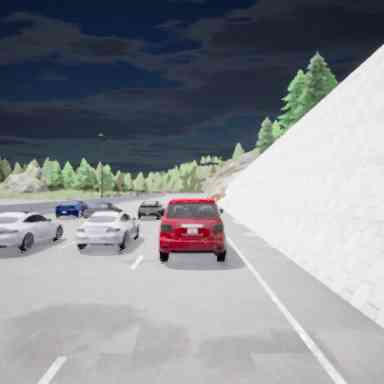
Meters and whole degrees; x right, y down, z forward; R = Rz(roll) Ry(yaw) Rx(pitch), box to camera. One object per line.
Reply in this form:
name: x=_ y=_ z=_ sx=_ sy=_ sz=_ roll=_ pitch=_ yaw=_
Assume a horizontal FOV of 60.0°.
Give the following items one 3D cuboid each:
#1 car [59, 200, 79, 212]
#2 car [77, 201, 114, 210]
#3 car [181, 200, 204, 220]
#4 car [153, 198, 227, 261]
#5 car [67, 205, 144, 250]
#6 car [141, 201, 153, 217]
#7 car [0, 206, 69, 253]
car: x=-10.446 y=1.468 z=29.674 sx=1.882 sy=1.535 sz=5.008 roll=0 pitch=0 yaw=1
car: x=-6.977 y=1.540 z=26.317 sx=2.033 sy=1.411 sz=5.357 roll=0 pitch=0 yaw=0
car: x=0.049 y=1.516 z=29.176 sx=1.812 sy=1.442 sz=4.674 roll=0 pitch=0 yaw=1
car: x=0.031 y=1.219 z=12.386 sx=2.150 sy=2.045 sz=5.566 roll=0 pitch=0 yaw=0
car: x=-3.450 y=1.521 z=14.182 sx=1.812 sy=1.442 sz=4.674 roll=0 pitch=0 yaw=1
car: x=-3.457 y=1.483 z=28.482 sx=2.128 sy=1.511 sz=4.902 roll=0 pitch=0 yaw=1
car: x=-6.956 y=1.522 z=13.636 sx=1.812 sy=1.442 sz=4.674 roll=0 pitch=0 yaw=1
